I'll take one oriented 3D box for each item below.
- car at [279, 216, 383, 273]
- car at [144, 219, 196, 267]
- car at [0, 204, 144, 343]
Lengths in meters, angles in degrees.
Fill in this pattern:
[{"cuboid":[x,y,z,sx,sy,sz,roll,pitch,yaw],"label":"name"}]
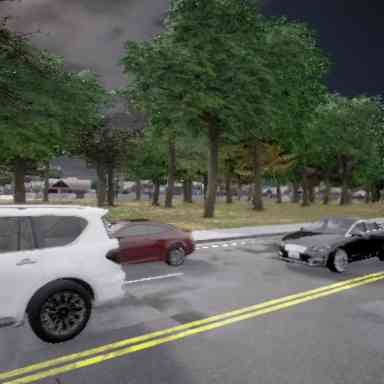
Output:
[{"cuboid":[4.950,1.587,11.083,4.902,1.511,2.128,1,0,-35],"label":"car"},{"cuboid":[-2.026,1.561,10.165,4.674,1.442,1.812,1,-1,-35],"label":"car"},{"cuboid":[-3.773,1.222,4.968,5.566,2.045,2.150,1,-1,-35],"label":"car"}]
